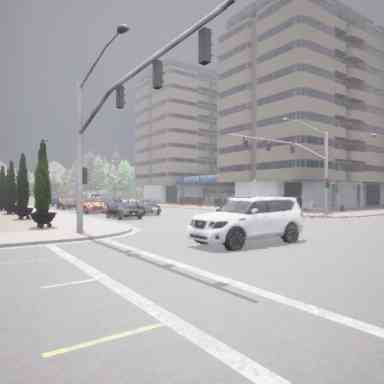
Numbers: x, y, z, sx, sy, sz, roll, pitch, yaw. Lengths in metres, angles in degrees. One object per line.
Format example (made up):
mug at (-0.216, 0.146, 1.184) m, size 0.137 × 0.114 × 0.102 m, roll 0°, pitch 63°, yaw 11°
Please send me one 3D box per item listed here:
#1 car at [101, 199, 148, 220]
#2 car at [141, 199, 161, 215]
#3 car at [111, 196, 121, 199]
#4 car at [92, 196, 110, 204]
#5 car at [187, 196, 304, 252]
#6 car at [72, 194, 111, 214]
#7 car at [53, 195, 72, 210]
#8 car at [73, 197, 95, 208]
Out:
car at (-5.806, 1.564, 28.258) m, size 1.994 × 1.385 × 4.181 m, roll 0°, pitch 0°, yaw -35°
car at (-4.830, 1.492, 32.982) m, size 2.128 × 1.511 × 4.902 m, roll 0°, pitch 0°, yaw -35°
car at (-10.075, 1.505, 40.538) m, size 1.837 × 1.490 × 4.892 m, roll 0°, pitch 0°, yaw -35°
car at (-17.474, 1.504, 63.789) m, size 1.837 × 1.490 × 4.892 m, roll 0°, pitch 0°, yaw -34°
car at (2.471, 1.221, 14.326) m, size 5.566 × 2.045 × 2.150 m, roll 0°, pitch 0°, yaw -35°
car at (-10.763, 1.352, 35.391) m, size 2.097 × 1.767 × 4.553 m, roll 0°, pitch 0°, yaw -35°
car at (-16.403, 1.526, 43.524) m, size 1.812 × 1.442 × 4.674 m, roll 0°, pitch 0°, yaw -35°
car at (-15.962, 1.505, 49.033) m, size 1.837 × 1.490 × 4.892 m, roll 0°, pitch 0°, yaw -34°
